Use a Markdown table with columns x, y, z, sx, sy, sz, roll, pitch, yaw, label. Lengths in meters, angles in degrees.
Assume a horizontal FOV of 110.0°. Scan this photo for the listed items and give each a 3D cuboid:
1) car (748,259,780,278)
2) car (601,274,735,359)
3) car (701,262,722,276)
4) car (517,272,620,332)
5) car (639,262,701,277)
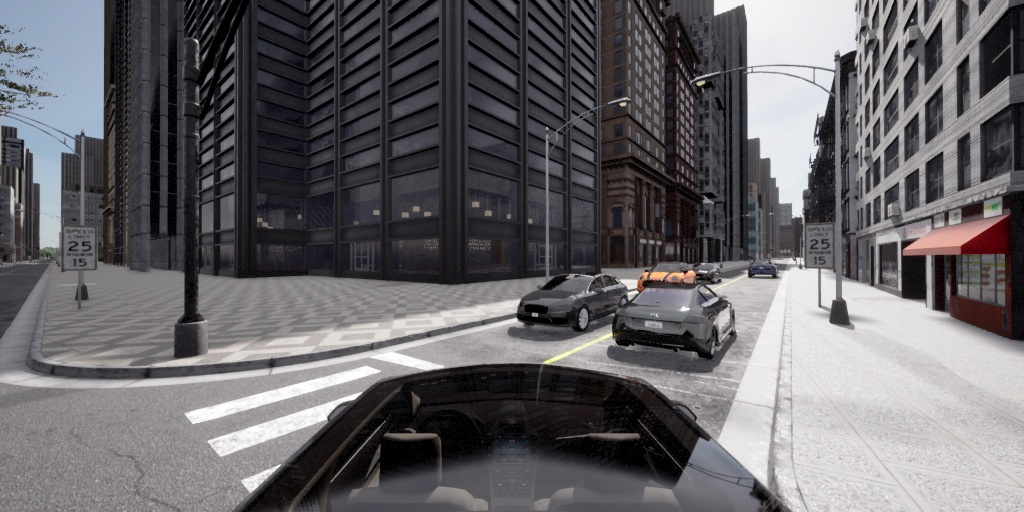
| x | y | z | sx | sy | sz | roll | pitch | yaw | label |
| --- | --- | --- | --- | --- | --- | --- | --- | --- | --- |
| 23.601 | 1.083 | 33.697 | 2.097 | 1.767 | 4.553 | 0 | 0 | 38 | car |
| 4.006 | 1.312 | 8.606 | 1.994 | 1.385 | 4.181 | 0 | 0 | 38 | car |
| 14.695 | 1.259 | 27.379 | 1.837 | 1.490 | 4.892 | 0 | 0 | 38 | car |
| 2.084 | 1.268 | 11.185 | 1.837 | 1.490 | 4.892 | 0 | 0 | 38 | car |
| 8.398 | 1.111 | 19.302 | 2.097 | 1.767 | 4.553 | 0 | 0 | 38 | car |
